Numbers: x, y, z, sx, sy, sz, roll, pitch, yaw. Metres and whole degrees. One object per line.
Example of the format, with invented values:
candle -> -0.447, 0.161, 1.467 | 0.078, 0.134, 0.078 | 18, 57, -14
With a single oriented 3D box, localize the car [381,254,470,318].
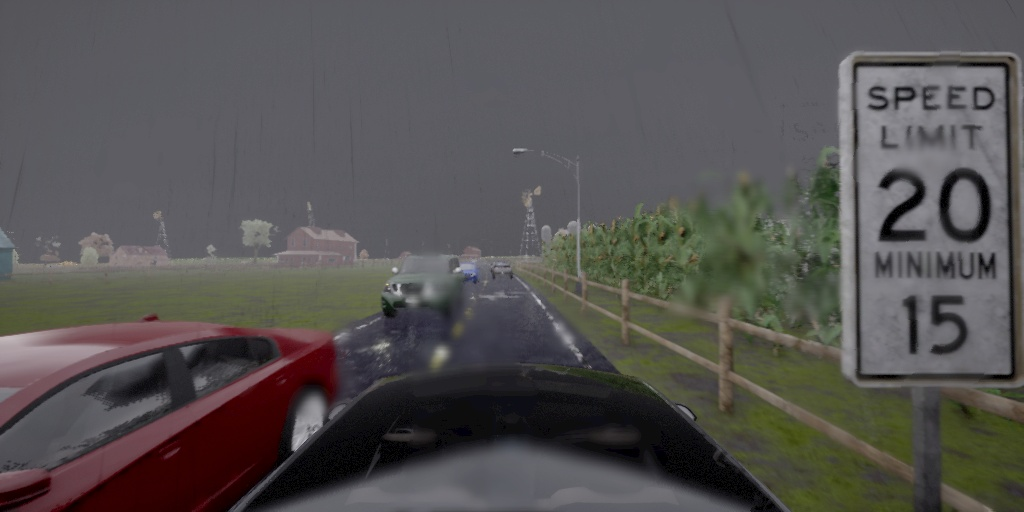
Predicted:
car -> -3.008, 0.964, 13.350 | 2.150, 2.045, 5.566 | 0, 0, -2

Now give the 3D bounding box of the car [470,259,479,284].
car -> -3.470, 1.231, 26.935 | 1.882, 1.535, 5.008 | 0, 0, -3

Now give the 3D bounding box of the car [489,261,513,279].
car -> -0.916, 1.257, 33.022 | 2.128, 1.511, 4.902 | 0, 0, -3

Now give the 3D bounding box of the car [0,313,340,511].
car -> -2.879, 1.223, 2.023 | 1.882, 1.535, 5.008 | 0, 0, 0
